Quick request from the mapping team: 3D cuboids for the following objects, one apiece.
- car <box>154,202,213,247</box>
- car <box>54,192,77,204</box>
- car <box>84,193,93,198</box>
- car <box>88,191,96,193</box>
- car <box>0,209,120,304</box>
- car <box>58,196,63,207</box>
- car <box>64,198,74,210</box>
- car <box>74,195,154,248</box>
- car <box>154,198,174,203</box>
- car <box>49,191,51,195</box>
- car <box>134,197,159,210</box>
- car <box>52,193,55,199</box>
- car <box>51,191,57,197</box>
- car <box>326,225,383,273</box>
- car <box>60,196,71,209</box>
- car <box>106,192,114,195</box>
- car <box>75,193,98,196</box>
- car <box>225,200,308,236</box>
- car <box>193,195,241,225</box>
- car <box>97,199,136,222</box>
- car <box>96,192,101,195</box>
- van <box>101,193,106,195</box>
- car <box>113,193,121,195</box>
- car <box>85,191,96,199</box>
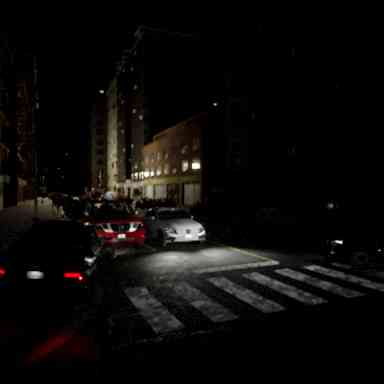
[{"bbox_3d":[-1.052,1.401,14.687,1.812,1.442,4.674,0,0,-24],"label":"car"},{"bbox_3d":[-17.165,1.152,45.048,1.967,1.590,4.097,0,0,-24],"label":"car"},{"bbox_3d":[-28.080,0.996,89.868,1.802,1.307,4.206,0,0,-24],"label":"car"},{"bbox_3d":[-21.229,0.824,74.268,2.192,1.841,5.009,0,0,-24],"label":"car"},{"bbox_3d":[-3.029,1.405,7.974,2.033,1.411,5.357,5,-1,-10],"label":"car"},{"bbox_3d":[-12.596,1.354,34.652,1.802,1.307,4.206,0,0,-24],"label":"car"},{"bbox_3d":[-8.027,1.397,24.255,1.947,1.339,4.313,0,0,-24],"label":"car"},{"bbox_3d":[-3.459,1.205,13.856,2.192,1.841,5.009,0,0,-24],"label":"car"},{"bbox_3d":[-2.959,1.297,32.675,1.887,1.381,4.507,0,0,-24],"label":"car"},{"bbox_3d":[-30.872,0.842,76.238,2.192,1.841,5.009,0,0,-24],"label":"car"},{"bbox_3d":[-5.242,1.304,37.874,1.802,1.307,4.206,0,0,-24],"label":"car"},{"bbox_3d":[-21.734,1.217,55.446,1.947,1.339,4.313,0,0,-24],"label":"car"},{"bbox_3d":[-24.018,0.936,60.642,2.192,1.841,5.009,0,0,-24],"label":"car"},{"bbox_3d":[6.247,1.381,8.888,4.902,1.511,2.128,0,0,28],"label":"car"},{"bbox_3d":[-10.312,1.347,29.453,1.887,1.381,4.507,0,0,-24],"label":"car"},{"bbox_3d":[-12.094,1.072,53.472,1.967,1.590,4.097,0,0,-24],"label":"car"},{"bbox_3d":[-14.398,1.265,45.289,1.994,1.385,4.181,0,0,-24],"label":"car"},{"bbox_3d":[3.824,1.364,17.232,1.752,1.417,4.829,0,0,-24],"label":"car"},{"bbox_3d":[1.608,1.126,22.275,2.192,1.841,5.009,0,0,-24],"label":"car"},{"bbox_3d":[-6.035,1.358,26.033,2.033,1.411,5.357,0,1,-24],"label":"car"},{"bbox_3d":[-16.661,1.122,63.871,2.008,1.369,4.403,0,0,-24],"label":"car"},{"bbox_3d":[-14.378,0.943,58.670,1.690,1.788,3.998,0,0,-24],"label":"van"},{"bbox_3d":[-9.810,1.207,48.273,1.887,1.381,4.507,0,0,-24],"label":"car"},{"bbox_3d":[-25.797,0.761,84.667,2.192,1.841,5.009,0,0,-24],"label":"car"}]
